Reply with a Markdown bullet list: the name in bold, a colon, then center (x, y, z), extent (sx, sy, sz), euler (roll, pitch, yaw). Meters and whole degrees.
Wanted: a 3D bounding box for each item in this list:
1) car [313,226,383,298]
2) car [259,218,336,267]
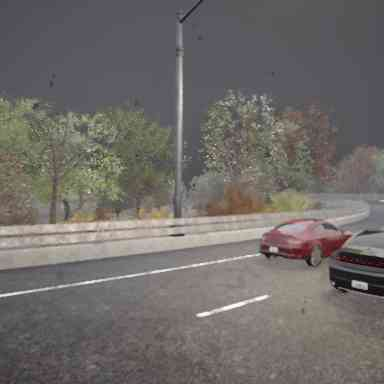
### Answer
- **car**: center (5.191, 1.637, 8.219), extent (4.892, 1.490, 1.837), euler (1, 0, -41)
- **car**: center (4.329, 1.688, 12.049), extent (4.674, 1.442, 1.812), euler (1, -1, -41)
